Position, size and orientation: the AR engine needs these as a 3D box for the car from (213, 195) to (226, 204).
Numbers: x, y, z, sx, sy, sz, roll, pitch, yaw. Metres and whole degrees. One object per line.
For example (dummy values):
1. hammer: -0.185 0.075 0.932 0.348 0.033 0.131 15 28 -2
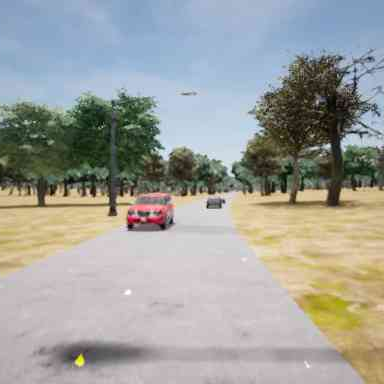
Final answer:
1. car: 4.479 1.215 54.223 1.895 1.301 4.718 0 1 8

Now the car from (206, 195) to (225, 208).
1. car: 2.884 1.205 42.270 2.128 1.511 4.902 0 0 7

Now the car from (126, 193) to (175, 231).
1. car: -2.373 1.109 20.302 2.150 2.045 5.566 0 0 4
